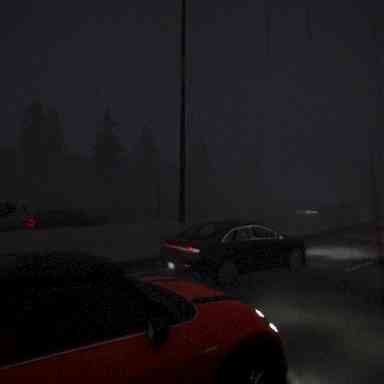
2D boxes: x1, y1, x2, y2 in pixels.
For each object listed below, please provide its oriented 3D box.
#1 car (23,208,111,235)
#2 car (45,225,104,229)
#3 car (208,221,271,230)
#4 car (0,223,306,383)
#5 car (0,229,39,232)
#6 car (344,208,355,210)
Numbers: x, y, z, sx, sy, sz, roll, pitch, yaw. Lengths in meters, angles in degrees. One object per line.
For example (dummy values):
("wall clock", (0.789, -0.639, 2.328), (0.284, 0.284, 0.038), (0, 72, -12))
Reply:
("car", (-7.584, 1.714, 20.474), (4.718, 1.301, 1.895), (1, -1, -40))
("car", (-7.200, 1.560, 16.327), (5.008, 1.535, 1.882), (1, 0, -39))
("car", (1.359, 1.578, 9.542), (4.902, 1.511, 2.128), (1, -1, -40))
("car", (-1.186, 1.370, 3.103), (4.553, 1.767, 2.097), (1, -1, -36))
("car", (-8.234, 1.254, 11.111), (5.566, 2.045, 2.150), (1, -1, -36))
("car", (20.456, 1.976, 43.670), (1.882, 1.535, 5.008), (0, -1, 32))
